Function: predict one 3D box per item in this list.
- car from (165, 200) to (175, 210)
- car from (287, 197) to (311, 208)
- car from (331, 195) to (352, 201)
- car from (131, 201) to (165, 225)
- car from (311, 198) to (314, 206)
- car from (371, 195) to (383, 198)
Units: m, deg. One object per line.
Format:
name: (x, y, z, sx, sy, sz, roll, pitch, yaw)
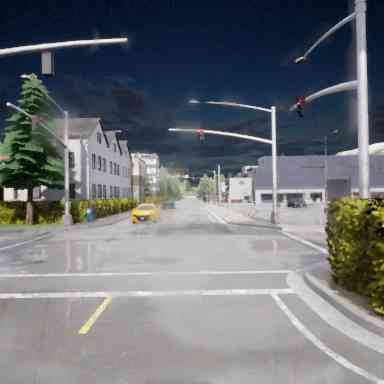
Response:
car: (-3.565, 2.000, 51.321, 2.033, 1.411, 5.357, -1, -1, 0)
car: (15.429, 1.628, 49.148, 2.007, 1.523, 4.514, -1, -1, 0)
car: (25.489, 1.398, 56.545, 2.152, 1.636, 5.027, -1, -1, 0)
car: (-3.614, 1.702, 26.867, 1.882, 1.535, 5.008, -1, -1, 0)
car: (19.075, 1.572, 56.206, 1.970, 1.475, 3.806, -1, -1, 0)
car: (19.120, 1.183, 31.280, 1.905, 1.878, 3.866, -1, -1, 0)
